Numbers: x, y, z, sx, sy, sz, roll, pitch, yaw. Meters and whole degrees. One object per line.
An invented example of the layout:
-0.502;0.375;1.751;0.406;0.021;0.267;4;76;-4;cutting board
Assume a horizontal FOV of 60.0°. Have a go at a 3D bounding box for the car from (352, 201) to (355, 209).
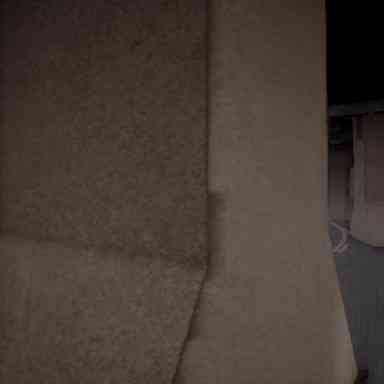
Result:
17.118;1.711;36.294;1.812;1.442;4.674;0;0;5;car
